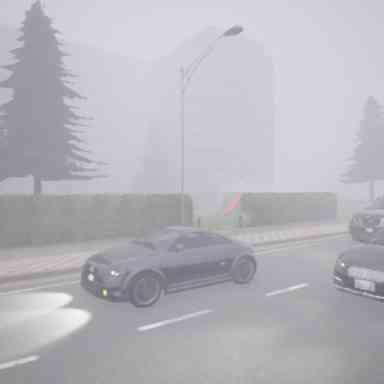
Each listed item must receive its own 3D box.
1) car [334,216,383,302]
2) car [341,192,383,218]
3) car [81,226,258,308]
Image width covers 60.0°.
[{"bbox_3d":[5.200,1.456,7.584,4.902,1.511,2.128,0,0,-35],"label":"car"},{"bbox_3d":[9.273,1.153,14.780,5.566,2.045,2.150,0,0,-35],"label":"car"},{"bbox_3d":[-0.414,1.546,7.909,4.181,1.385,1.994,0,0,-35],"label":"car"}]
